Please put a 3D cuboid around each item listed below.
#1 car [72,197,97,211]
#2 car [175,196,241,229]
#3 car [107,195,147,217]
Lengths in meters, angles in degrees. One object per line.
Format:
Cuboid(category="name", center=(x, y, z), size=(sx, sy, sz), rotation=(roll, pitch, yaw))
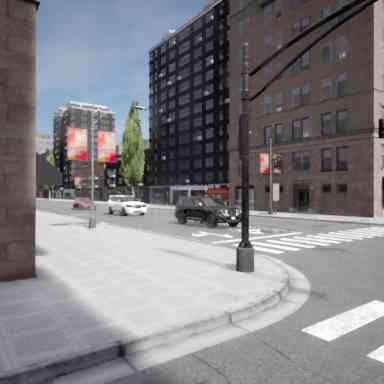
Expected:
Cuboid(category="car", center=(-14.240, 1.516, 43.996), size=(2.097, 1.767, 4.553), rotation=(0, 0, -35))
Cuboid(category="car", center=(0.951, 1.286, 22.912), size=(2.150, 2.045, 5.566), rotation=(0, 0, -36))
Cuboid(category="car", center=(-6.653, 1.335, 33.435), size=(2.150, 2.045, 5.566), rotation=(0, 0, -36))
